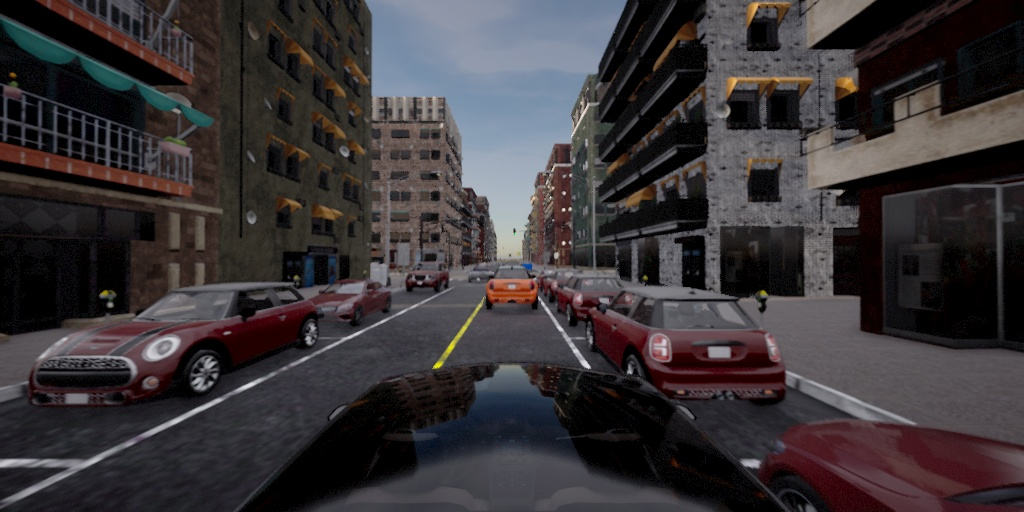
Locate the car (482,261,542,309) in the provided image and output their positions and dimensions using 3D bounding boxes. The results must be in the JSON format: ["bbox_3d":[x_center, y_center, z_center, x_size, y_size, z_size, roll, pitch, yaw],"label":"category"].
[{"bbox_3d":[0.005,1.232,15.932,2.097,1.767,4.553,0,-1,0],"label":"car"}]

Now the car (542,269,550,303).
[{"bbox_3d":[2.569,1.337,17.556,1.967,1.591,4.097,0,0,0],"label":"car"}]

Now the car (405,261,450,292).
[{"bbox_3d":[-5.310,1.263,23.152,2.192,1.841,5.009,0,0,0],"label":"car"}]

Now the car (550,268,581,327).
[{"bbox_3d":[2.568,1.285,11.961,1.967,1.591,4.097,0,0,0],"label":"car"}]

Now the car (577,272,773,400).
[{"bbox_3d":[2.567,1.233,6.367,1.967,1.591,4.097,0,0,0],"label":"car"}]

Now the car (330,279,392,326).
[{"bbox_3d":[-5.312,1.427,11.963,1.802,1.307,4.207,0,0,0],"label":"car"}]

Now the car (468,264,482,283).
[{"bbox_3d":[-2.744,1.625,31.482,1.895,1.301,4.718,0,-1,0],"label":"car"}]

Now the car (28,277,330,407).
[{"bbox_3d":[-5.314,1.233,6.369,1.967,1.591,4.097,0,0,0],"label":"car"}]

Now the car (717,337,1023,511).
[{"bbox_3d":[2.565,1.323,0.773,1.802,1.307,4.207,0,0,0],"label":"car"}]
